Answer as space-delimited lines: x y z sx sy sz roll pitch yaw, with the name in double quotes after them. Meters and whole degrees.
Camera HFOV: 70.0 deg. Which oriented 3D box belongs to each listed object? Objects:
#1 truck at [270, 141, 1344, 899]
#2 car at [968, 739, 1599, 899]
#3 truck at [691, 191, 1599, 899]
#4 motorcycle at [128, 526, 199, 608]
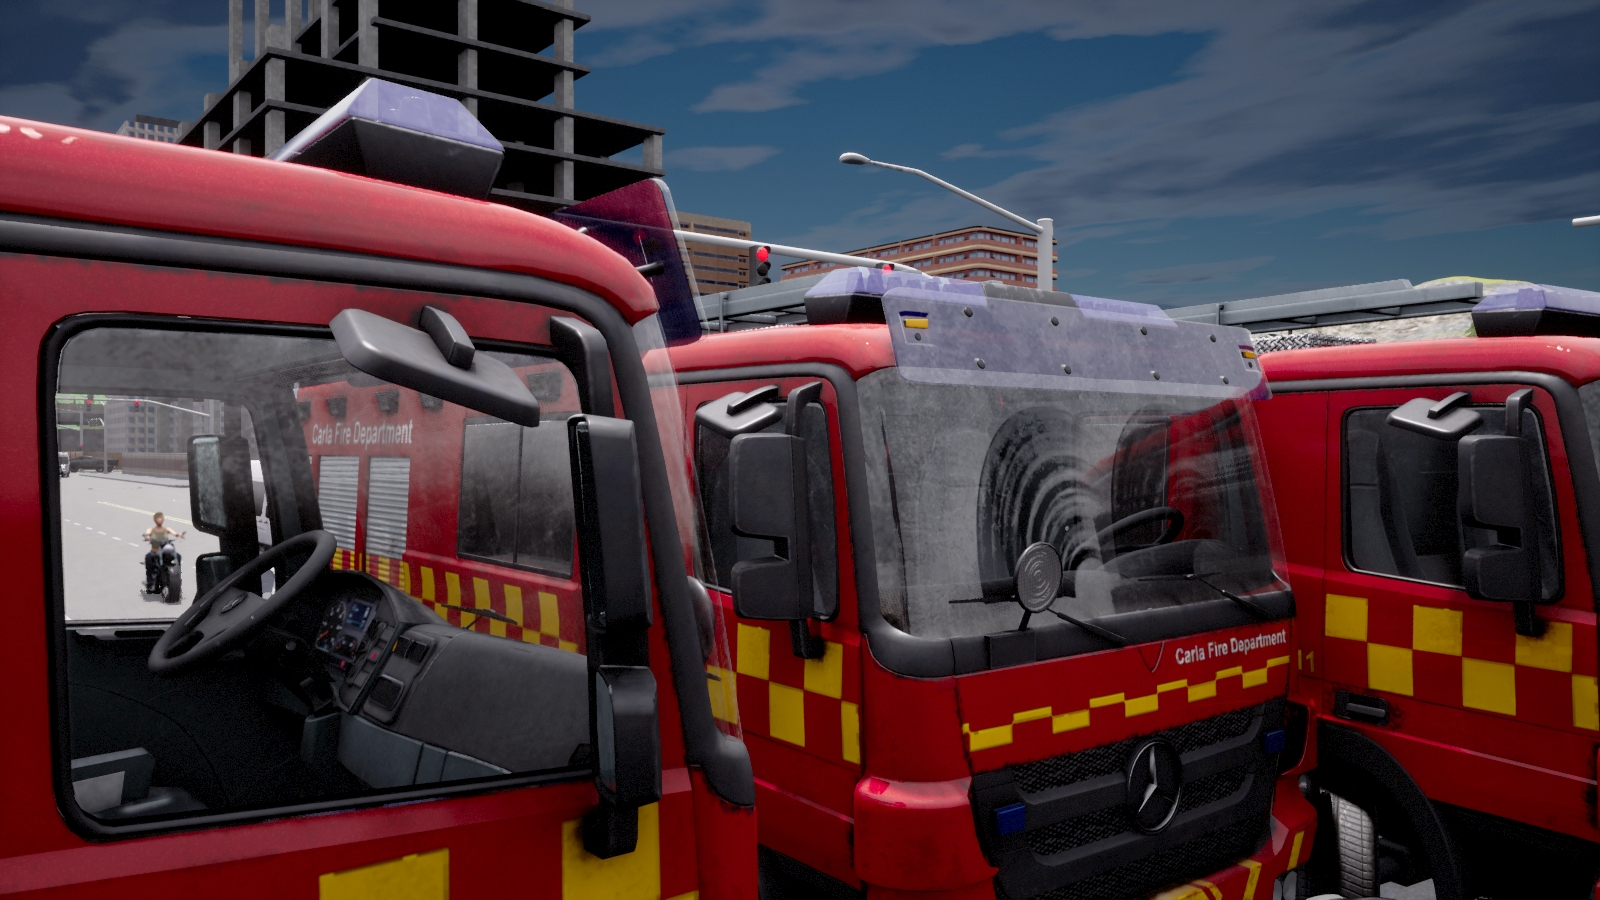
-1.099 0.890 8.003 2.891 3.827 8.468 0 0 -38 "truck"
2.437 2.065 3.109 1.970 1.475 3.806 0 0 -30 "car"
2.348 0.890 8.605 2.891 3.827 8.468 0 0 -31 "truck"
-11.997 2.155 21.503 0.764 1.307 2.356 0 0 -39 "motorcycle"
